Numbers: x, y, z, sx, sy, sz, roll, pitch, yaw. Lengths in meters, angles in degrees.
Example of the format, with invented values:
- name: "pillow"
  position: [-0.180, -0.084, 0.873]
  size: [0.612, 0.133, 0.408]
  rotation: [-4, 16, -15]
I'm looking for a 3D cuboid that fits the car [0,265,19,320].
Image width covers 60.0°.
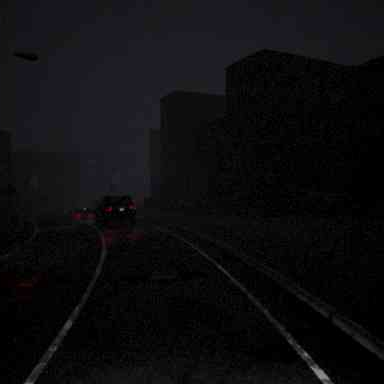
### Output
- name: "car"
  position: [-4.038, 1.637, 4.170]
  size: [1.895, 1.301, 4.718]
  rotation: [0, 0, -7]

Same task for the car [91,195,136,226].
- name: "car"
  position: [-5.728, 1.270, 24.449]
  size: [2.150, 2.045, 5.566]
  rotation: [-2, 1, -24]

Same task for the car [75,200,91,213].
- name: "car"
  position: [-13.484, 1.752, 41.313]
  size: [1.812, 1.442, 4.674]
  rotation: [-2, 0, -21]
